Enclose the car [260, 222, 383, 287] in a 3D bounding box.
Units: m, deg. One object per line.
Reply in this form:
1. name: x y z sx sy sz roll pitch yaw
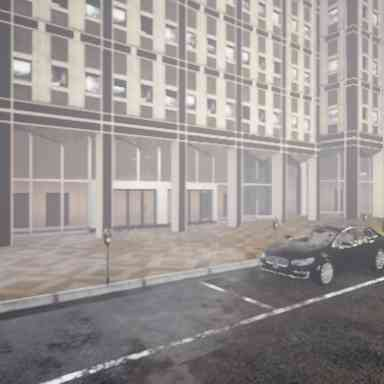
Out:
1. car: 3.794 1.550 9.261 4.403 1.369 2.008 0 0 -35
